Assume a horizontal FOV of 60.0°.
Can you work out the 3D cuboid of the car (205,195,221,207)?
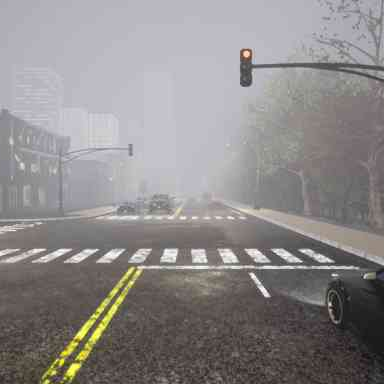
[{"bbox_3d":[3.372,1.584,50.671,1.895,1.301,4.718,0,0,0],"label":"car"}]

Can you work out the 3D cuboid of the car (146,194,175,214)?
[{"bbox_3d":[-3.324,1.211,36.290,2.150,2.045,5.566,0,0,0],"label":"car"}]

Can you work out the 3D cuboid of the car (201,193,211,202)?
[{"bbox_3d":[3.284,1.197,73.980,2.150,2.045,5.566,0,0,0],"label":"car"}]

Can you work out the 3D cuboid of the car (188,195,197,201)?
[{"bbox_3d":[0.031,1.342,76.901,2.033,1.411,5.357,0,0,0],"label":"car"}]

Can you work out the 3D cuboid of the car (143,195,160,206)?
[{"bbox_3d":[-6.562,1.333,54.514,2.097,1.767,4.553,0,0,0],"label":"car"}]

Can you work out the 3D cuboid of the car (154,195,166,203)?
[{"bbox_3d":[-6.482,1.453,68.002,1.882,1.535,5.008,0,0,1],"label":"car"}]

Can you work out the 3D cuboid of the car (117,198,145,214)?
[{"bbox_3d":[-6.592,1.590,35.338,1.895,1.301,4.718,0,0,1],"label":"car"}]

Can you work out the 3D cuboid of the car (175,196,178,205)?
[{"bbox_3d":[-3.318,1.511,46.279,1.812,1.442,4.674,0,0,0],"label":"car"}]

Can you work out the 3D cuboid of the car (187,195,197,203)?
[{"bbox_3d":[0.026,1.467,66.482,2.128,1.511,4.902,0,0,0],"label":"car"}]

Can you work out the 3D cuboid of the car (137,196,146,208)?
[{"bbox_3d":[-6.571,1.338,44.249,2.097,1.767,4.553,0,0,0],"label":"car"}]

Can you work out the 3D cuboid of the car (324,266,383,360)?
[{"bbox_3d":[3.350,1.563,4.279,1.994,1.385,4.181,0,0,0],"label":"car"}]
